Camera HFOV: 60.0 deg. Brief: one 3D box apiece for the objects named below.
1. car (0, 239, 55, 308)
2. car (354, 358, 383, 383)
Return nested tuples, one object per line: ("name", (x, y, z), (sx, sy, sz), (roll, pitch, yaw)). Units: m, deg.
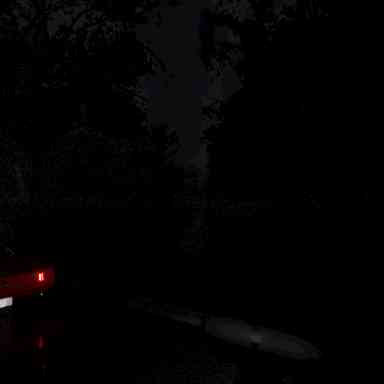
("car", (-5.016, 1.611, 6.981), (4.718, 1.301, 1.895), (0, 0, 36))
("car", (3.139, 1.504, 1.139), (4.892, 1.490, 1.837), (0, 0, 35))
